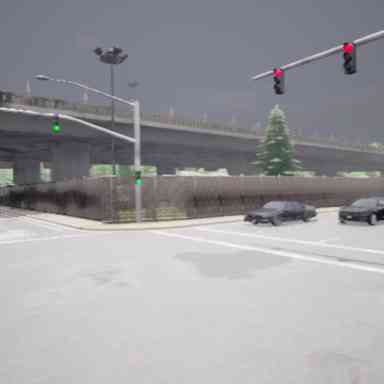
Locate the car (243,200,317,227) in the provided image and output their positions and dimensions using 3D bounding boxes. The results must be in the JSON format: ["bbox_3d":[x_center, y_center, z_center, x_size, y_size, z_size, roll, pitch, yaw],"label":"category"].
[{"bbox_3d":[5.558,1.226,20.463,5.357,1.411,2.033,-2,1,-38],"label":"car"}]

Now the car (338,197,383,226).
[{"bbox_3d":[10.707,1.067,20.043,5.008,1.535,1.882,-1,1,-38],"label":"car"}]
